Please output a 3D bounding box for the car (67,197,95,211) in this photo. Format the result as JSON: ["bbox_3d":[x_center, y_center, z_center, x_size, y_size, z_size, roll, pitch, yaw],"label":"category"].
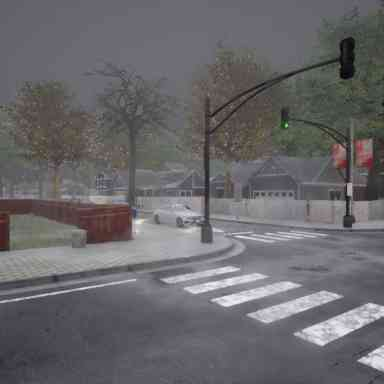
[{"bbox_3d":[-12.816,1.534,39.204,1.882,1.535,5.008,0,0,-35],"label":"car"}]

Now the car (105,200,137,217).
[{"bbox_3d":[-6.829,1.517,30.822,1.882,1.535,5.008,0,0,-36],"label":"car"}]

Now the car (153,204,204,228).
[{"bbox_3d":[-0.992,1.551,22.653,1.812,1.442,4.674,0,0,-36],"label":"car"}]

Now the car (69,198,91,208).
[{"bbox_3d":[-16.698,1.659,49.610,1.994,1.385,4.181,0,0,-35],"label":"car"}]

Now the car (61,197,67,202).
[{"bbox_3d":[-22.358,1.606,57.418,2.128,1.511,4.902,0,0,-36],"label":"car"}]
